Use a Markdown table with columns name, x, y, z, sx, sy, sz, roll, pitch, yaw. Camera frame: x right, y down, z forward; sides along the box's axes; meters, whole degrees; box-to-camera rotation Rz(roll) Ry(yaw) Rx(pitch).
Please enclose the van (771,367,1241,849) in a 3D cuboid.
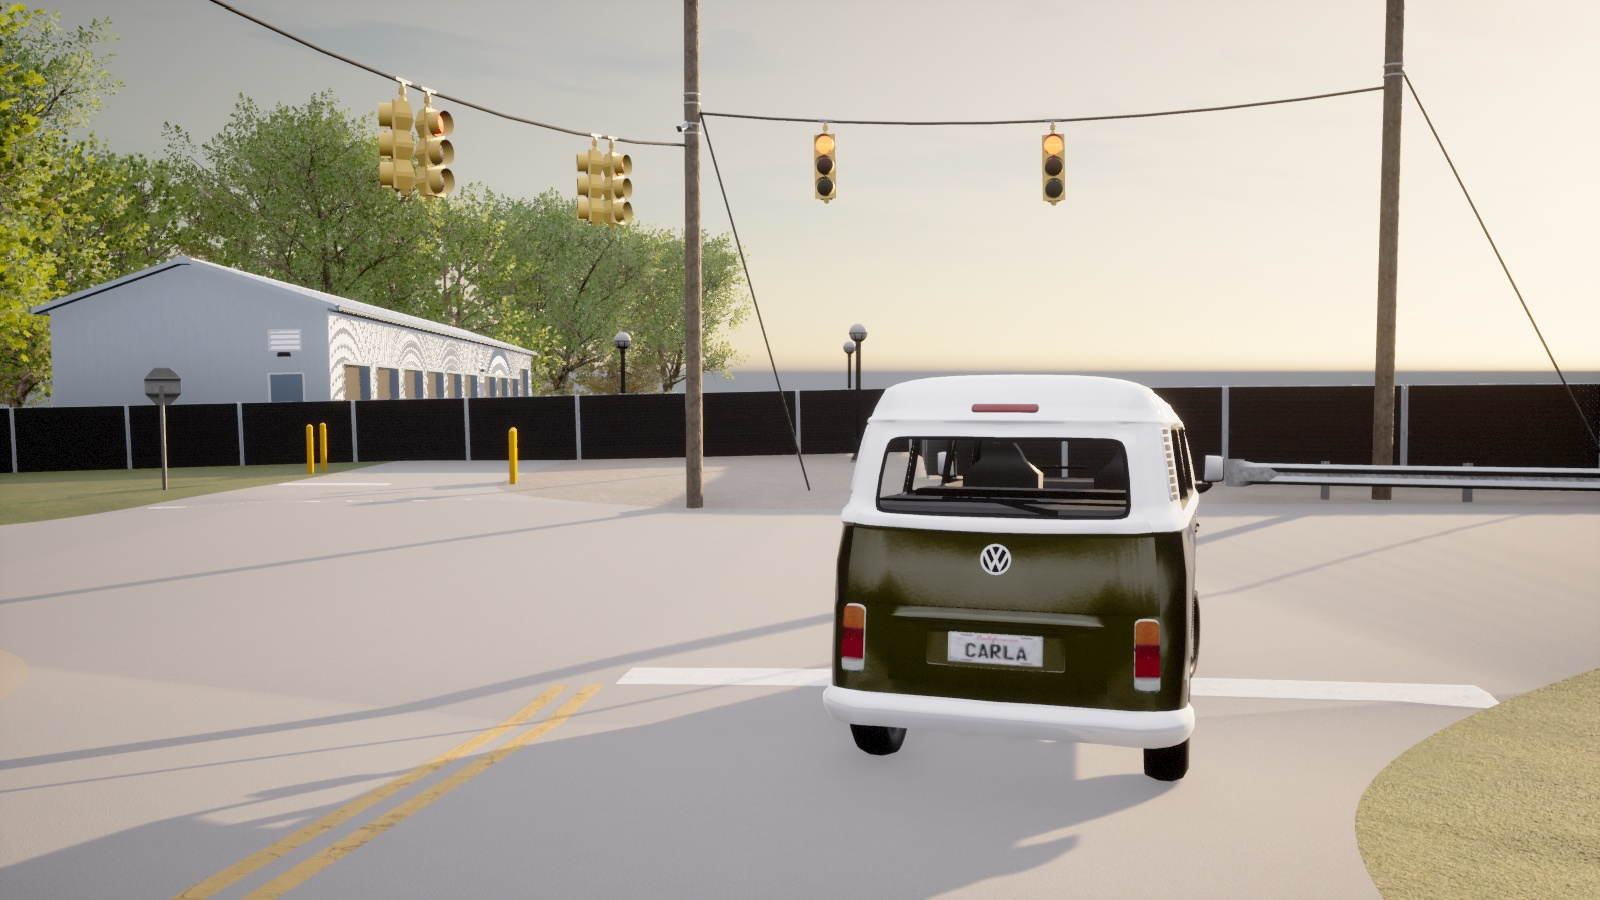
| name | x | y | z | sx | sy | sz | roll | pitch | yaw |
| --- | --- | --- | --- | --- | --- | --- | --- | --- | --- |
| van | 1.546 | 0.611 | 7.742 | 2.069 | 2.038 | 4.480 | 1 | 1 | 18 |
